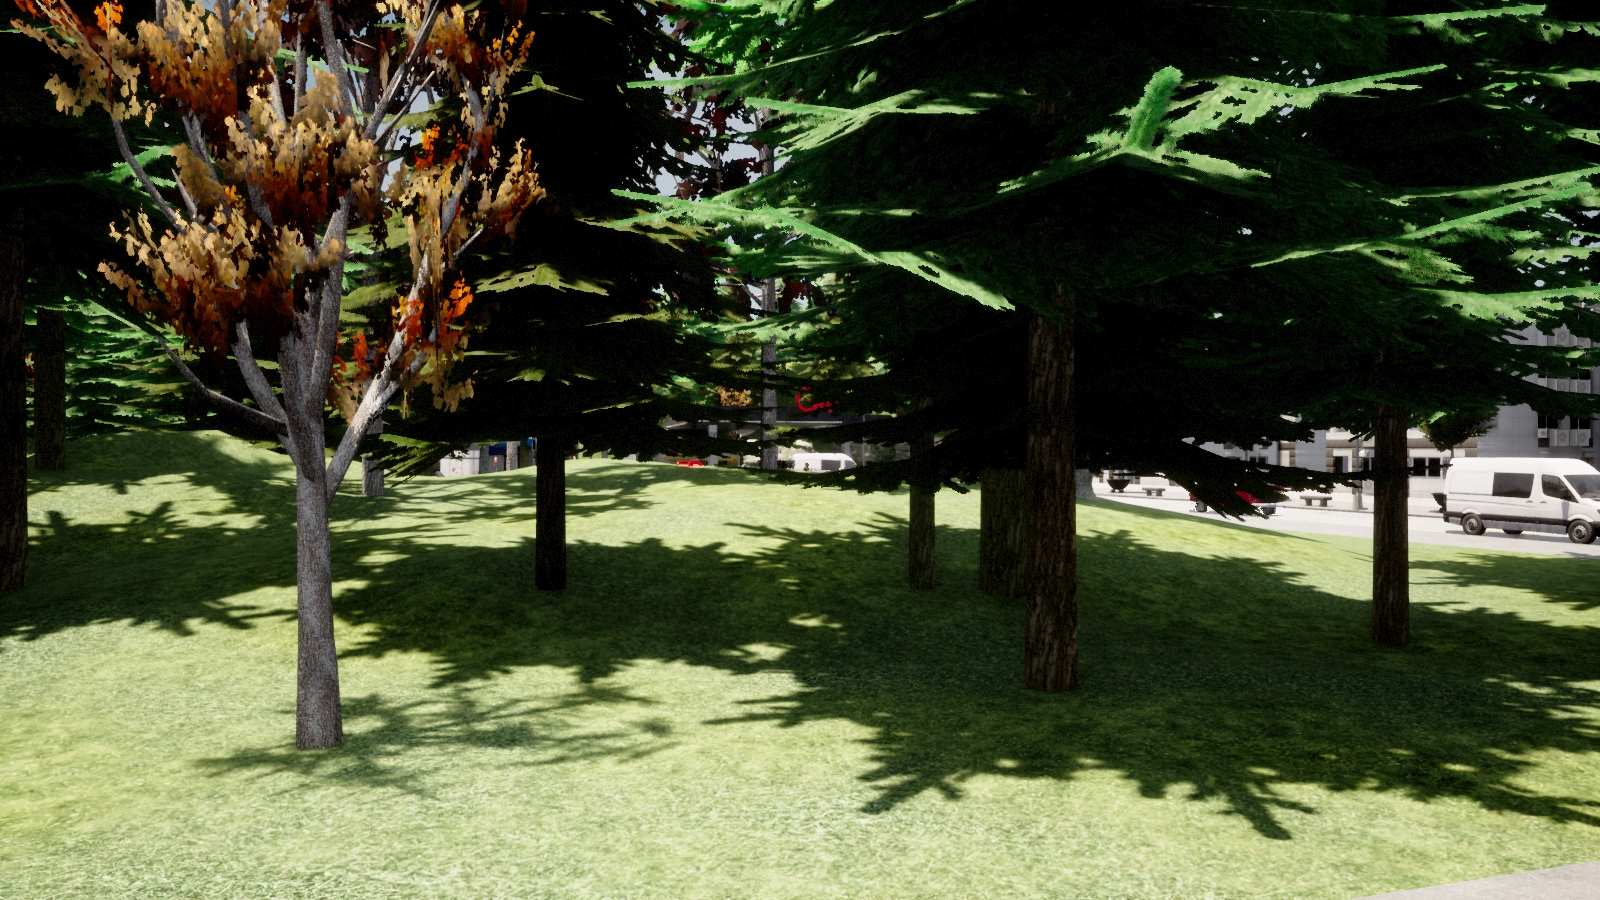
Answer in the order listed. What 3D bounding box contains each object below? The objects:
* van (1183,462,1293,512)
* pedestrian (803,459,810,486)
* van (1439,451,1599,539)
[{"bbox_3d":[18.929,1.566,49.621,2.069,2.038,4.480,0,0,-18],"label":"van"},{"bbox_3d":[0.445,1.525,77.302,0.375,1.860,0.375,0,0,-16],"label":"pedestrian"},{"bbox_3d":[23.412,1.314,36.018,1.988,2.561,5.915,0,0,-18],"label":"van"}]
